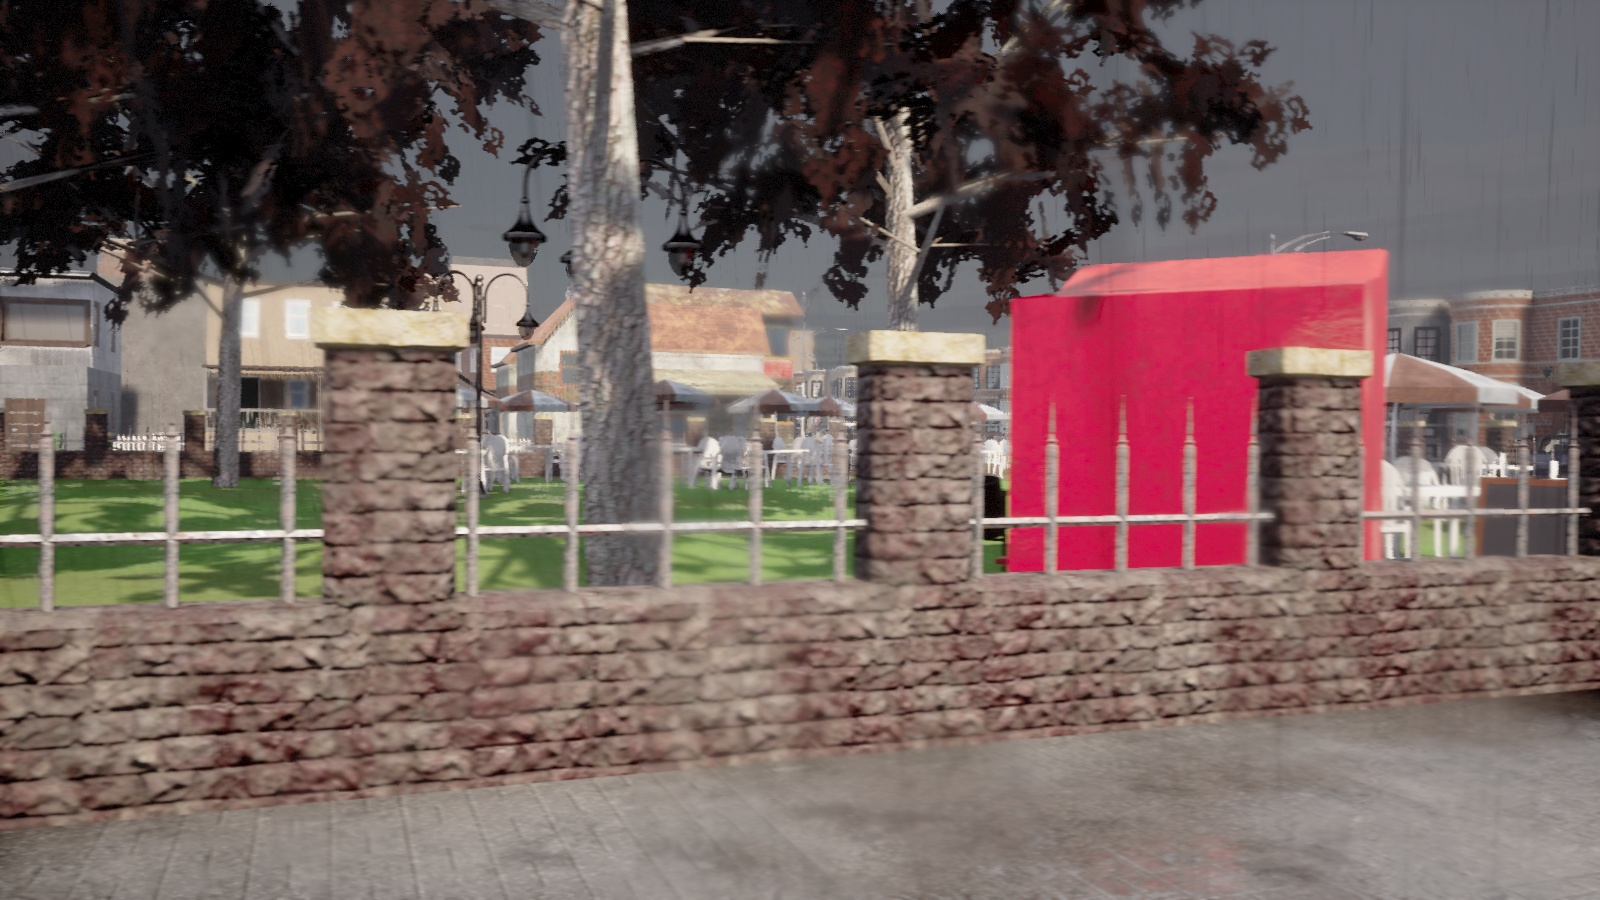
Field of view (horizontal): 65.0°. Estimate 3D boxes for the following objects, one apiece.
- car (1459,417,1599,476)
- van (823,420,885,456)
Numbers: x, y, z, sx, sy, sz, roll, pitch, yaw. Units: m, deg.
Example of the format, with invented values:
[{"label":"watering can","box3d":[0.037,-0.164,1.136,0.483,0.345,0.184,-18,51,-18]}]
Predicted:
[{"label":"car","box3d":[21.575,-0.132,36.580,1.851,1.617,3.988,-1,1,-21]},{"label":"van","box3d":[3.148,-0.717,73.994,2.069,2.038,4.480,-1,1,-21]}]
